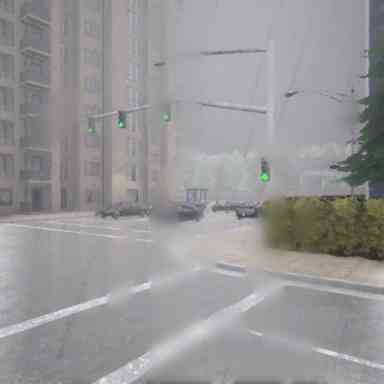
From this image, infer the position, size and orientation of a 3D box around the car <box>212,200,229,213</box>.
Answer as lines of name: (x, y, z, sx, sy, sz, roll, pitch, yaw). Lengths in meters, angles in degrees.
car: (4.029, 1.601, 37.158, 1.895, 1.301, 4.718, 0, 0, 36)

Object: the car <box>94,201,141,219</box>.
car: (-5.960, 1.547, 29.407, 2.033, 1.411, 5.357, 0, 0, 36)

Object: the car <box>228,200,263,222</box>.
car: (5.261, 1.491, 26.640, 2.128, 1.511, 4.902, 0, 0, 36)

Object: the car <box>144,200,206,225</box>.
car: (-1.019, 1.526, 23.981, 1.812, 1.442, 4.674, 0, 0, 36)

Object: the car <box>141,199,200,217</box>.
car: (-1.624, 1.547, 29.414, 2.033, 1.411, 5.357, 0, 0, 36)
